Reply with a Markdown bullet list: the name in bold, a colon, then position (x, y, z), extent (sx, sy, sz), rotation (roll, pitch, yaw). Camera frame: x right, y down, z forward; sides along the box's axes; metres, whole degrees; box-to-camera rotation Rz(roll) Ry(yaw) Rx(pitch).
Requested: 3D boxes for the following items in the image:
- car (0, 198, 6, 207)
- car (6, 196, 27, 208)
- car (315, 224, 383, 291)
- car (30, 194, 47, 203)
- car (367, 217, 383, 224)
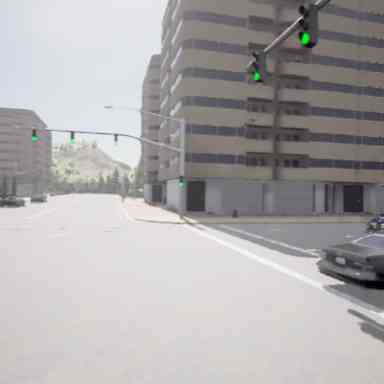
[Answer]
- **car**: position (-19.122, 0.875, 29.952), extent (2.150, 2.045, 5.566), rotation (1, 0, -12)
- **car**: position (-21.844, 1.205, 40.794), extent (1.895, 1.301, 4.718), rotation (1, 0, -14)
- **car**: position (5.808, 1.654, 8.223), extent (5.357, 1.411, 2.033), rotation (1, 0, -15)
- **car**: position (-25.312, 1.020, 55.065), extent (1.882, 1.535, 5.008), rotation (1, 0, -13)
- **car**: position (11.254, 1.559, 16.965), extent (4.553, 1.767, 2.097), rotation (1, 0, -14)
